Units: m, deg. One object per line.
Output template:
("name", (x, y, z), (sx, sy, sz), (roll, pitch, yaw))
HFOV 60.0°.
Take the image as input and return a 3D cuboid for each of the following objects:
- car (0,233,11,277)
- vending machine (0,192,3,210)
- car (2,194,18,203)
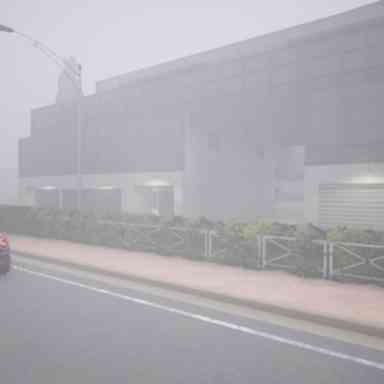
("car", (-6.817, 1.298, 8.837), (4.553, 1.767, 2.097), (0, 0, 36))
("vending machine", (-22.421, 0.994, 38.056), (1.100, 2.100, 0.880), (0, 0, -10))
("car", (-32.013, 1.204, 58.533), (1.837, 1.490, 4.892), (0, 0, 18))
